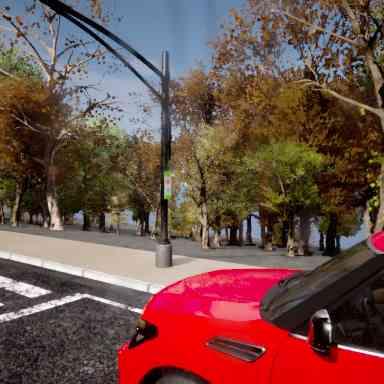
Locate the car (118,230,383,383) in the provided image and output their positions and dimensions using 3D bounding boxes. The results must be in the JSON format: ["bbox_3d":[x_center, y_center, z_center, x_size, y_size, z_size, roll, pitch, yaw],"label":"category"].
[{"bbox_3d":[2.005,1.222,2.283,5.566,2.045,2.150,0,0,34],"label":"car"}]
